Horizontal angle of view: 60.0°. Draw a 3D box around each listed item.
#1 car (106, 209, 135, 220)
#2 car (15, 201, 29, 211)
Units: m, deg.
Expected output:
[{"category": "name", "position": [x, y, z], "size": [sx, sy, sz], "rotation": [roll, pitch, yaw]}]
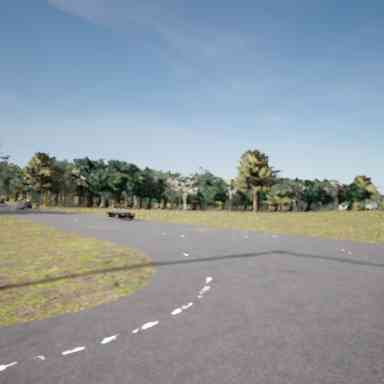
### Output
[{"category": "car", "position": [-8.681, 2.678, 39.900], "size": [1.895, 1.301, 4.718], "rotation": [4, -3, -35]}, {"category": "car", "position": [-36.192, 3.131, 70.377], "size": [1.837, 1.490, 4.892], "rotation": [3, -3, -28]}]
